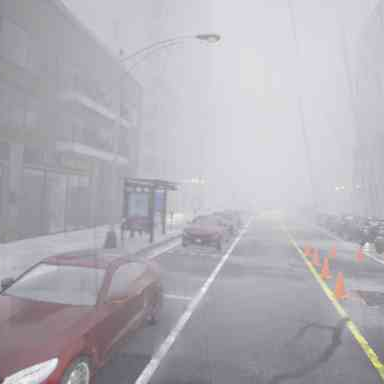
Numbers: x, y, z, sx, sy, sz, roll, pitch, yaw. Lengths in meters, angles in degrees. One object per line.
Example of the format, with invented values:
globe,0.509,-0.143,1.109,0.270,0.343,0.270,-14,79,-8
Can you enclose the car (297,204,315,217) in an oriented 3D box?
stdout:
car,16.124,2.653,46.125,2.192,1.841,5.009,3,-1,12

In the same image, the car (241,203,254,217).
car,6.617,2.385,42.533,1.802,1.307,4.206,3,-1,12

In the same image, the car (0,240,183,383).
car,-1.588,1.551,4.747,1.802,1.307,4.206,3,-1,12

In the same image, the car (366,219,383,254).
car,9.118,2.152,13.909,1.752,1.417,4.829,3,-1,12

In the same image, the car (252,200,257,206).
car,8.968,2.482,53.330,1.967,1.590,4.097,3,-1,12

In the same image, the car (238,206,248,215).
car,3.102,2.011,26.339,1.947,1.339,4.313,3,-1,12

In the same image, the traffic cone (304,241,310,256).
traffic cone,4.885,2.362,13.966,0.340,0.580,0.340,3,-1,12

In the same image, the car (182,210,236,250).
car,0.758,1.752,15.543,1.887,1.381,4.507,3,-1,12

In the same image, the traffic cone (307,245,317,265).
traffic cone,4.461,2.319,12.012,0.340,0.580,0.340,3,-1,12

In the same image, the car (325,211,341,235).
car,11.430,2.301,24.537,1.967,1.590,4.097,3,-1,12

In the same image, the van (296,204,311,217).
van,17.295,2.798,51.521,1.690,1.788,3.998,3,-1,12

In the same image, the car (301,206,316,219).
car,14.939,2.784,40.725,1.947,1.339,4.313,3,-1,12

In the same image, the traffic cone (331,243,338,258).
traffic cone,5.861,2.410,13.754,0.340,0.580,0.340,3,-1,12

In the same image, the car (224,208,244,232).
car,1.929,1.892,20.941,1.947,1.339,4.313,3,-1,12

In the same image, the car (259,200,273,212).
car,13.620,2.860,62.212,1.882,1.535,5.008,3,-1,12

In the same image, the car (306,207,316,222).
car,13.768,2.650,35.329,2.008,1.369,4.403,3,-1,12

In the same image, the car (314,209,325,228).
car,12.597,2.531,29.932,2.008,1.369,4.403,3,-1,12

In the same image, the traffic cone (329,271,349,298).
traffic cone,3.612,2.232,8.105,0.340,0.580,0.340,3,-1,12

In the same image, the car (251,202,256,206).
car,7.789,2.488,47.931,1.947,1.339,4.313,3,-1,12

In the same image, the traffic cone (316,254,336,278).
traffic cone,4.036,2.276,10.058,0.340,0.580,0.340,3,-1,12

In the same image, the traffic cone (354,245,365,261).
traffic cone,6.837,2.459,13.541,0.340,0.580,0.340,3,-1,12

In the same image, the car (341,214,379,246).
car,10.259,2.182,19.140,1.967,1.590,4.097,3,-1,12
